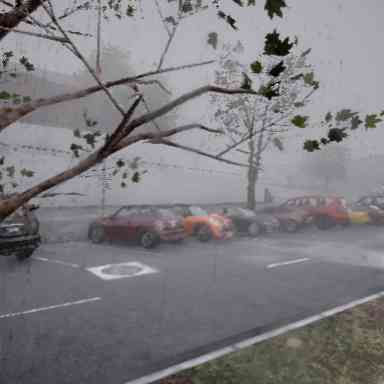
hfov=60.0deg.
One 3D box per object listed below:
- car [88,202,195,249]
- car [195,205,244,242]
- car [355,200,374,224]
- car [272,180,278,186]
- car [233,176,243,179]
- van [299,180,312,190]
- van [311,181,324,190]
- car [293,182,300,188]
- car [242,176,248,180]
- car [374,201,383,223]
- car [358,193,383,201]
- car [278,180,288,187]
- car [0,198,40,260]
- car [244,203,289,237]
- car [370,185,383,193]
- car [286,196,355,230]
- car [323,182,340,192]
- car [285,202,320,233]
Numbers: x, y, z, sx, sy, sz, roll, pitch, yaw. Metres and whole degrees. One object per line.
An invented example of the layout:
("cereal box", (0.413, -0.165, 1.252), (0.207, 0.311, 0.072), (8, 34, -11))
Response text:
("car", (-2.496, 1.373, 14.711), (4.553, 1.767, 2.185), (-1, -1, 35))
("car", (-0.101, 1.381, 16.495), (4.553, 1.767, 2.185), (-1, -1, 34))
("car", (9.549, 1.552, 23.540), (5.366, 1.575, 1.946), (-1, -1, 35))
("car", (21.398, -2.149, 82.756), (2.002, 1.452, 4.674), (7, 3, 35))
("car", (14.444, -3.531, 92.527), (2.435, 2.045, 5.566), (7, 3, 34))
("van", (26.546, -1.596, 75.242), (1.878, 1.987, 4.442), (7, 3, 35))
("van", (28.275, -1.323, 72.770), (1.878, 1.987, 4.442), (7, 3, 35))
("car", (24.972, -1.643, 77.973), (1.946, 1.575, 5.366), (7, 3, 35))
("car", (16.294, -3.008, 90.267), (1.946, 1.575, 5.366), (7, 3, 34))
("car", (12.155, 1.606, 25.168), (4.674, 1.452, 2.002), (-1, -1, 35))
("car", (14.583, 1.328, 26.926), (5.566, 2.045, 2.435), (-1, -1, 35))
("car", (23.141, -1.875, 80.293), (2.002, 1.452, 4.674), (7, 3, 35))
("car", (-7.436, 1.240, 11.259), (5.566, 2.045, 2.435), (-1, 0, 35))
("car", (2.365, 1.518, 18.220), (4.892, 1.521, 2.231), (-1, -1, 35))
("car", (35.244, -0.257, 63.021), (2.435, 2.045, 5.566), (7, 3, 35))
("car", (7.230, 1.289, 21.713), (5.566, 2.045, 2.435), (-1, -1, 35))
("car", (30.034, -0.824, 70.407), (2.231, 1.521, 4.892), (7, 3, 35))
("car", (4.785, 1.557, 19.967), (4.792, 1.488, 2.163), (-1, -1, 35))
